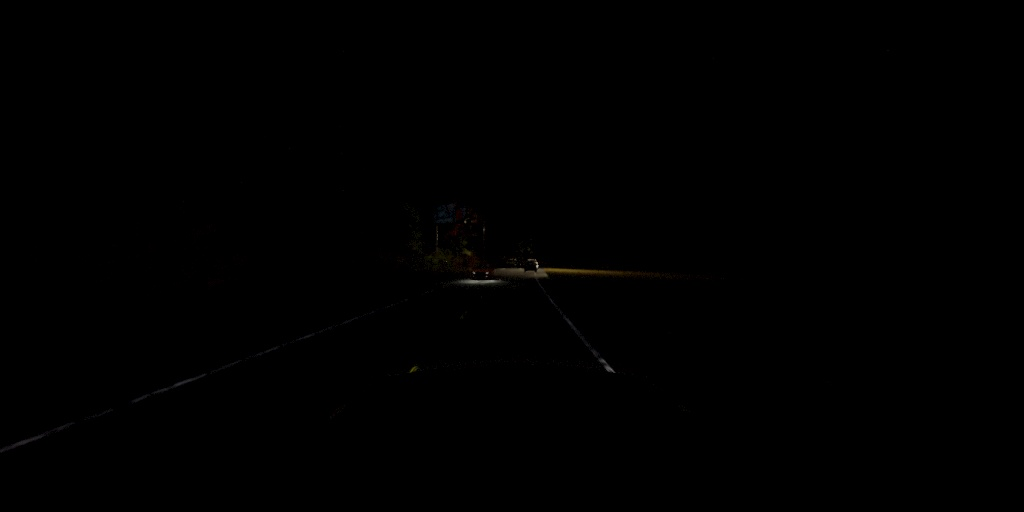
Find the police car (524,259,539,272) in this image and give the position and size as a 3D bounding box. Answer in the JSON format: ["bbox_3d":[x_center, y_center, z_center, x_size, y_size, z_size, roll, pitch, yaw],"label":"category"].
[{"bbox_3d":[2.853,1.686,55.936,1.930,1.638,5.238,0,-1,4],"label":"police car"}]

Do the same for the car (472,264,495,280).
[{"bbox_3d":[-2.857,1.535,36.194,1.882,1.535,5.008,0,-1,3],"label":"car"}]
